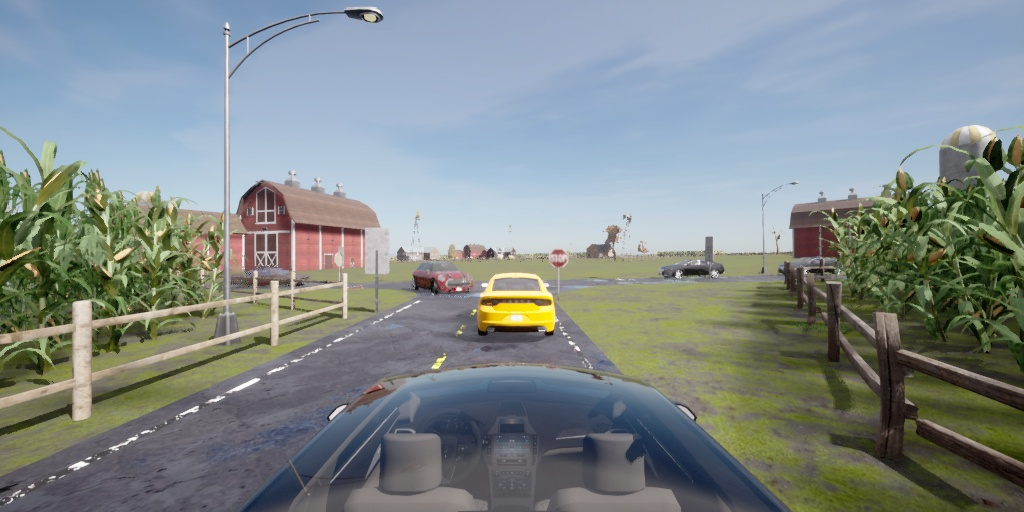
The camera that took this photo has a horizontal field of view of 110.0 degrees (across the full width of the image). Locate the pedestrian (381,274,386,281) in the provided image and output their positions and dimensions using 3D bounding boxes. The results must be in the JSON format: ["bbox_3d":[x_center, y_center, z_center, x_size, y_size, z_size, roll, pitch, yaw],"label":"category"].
[{"bbox_3d":[-11.176,1.621,31.209,0.500,1.100,0.500,0,0,4],"label":"pedestrian"}]

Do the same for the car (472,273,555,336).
[{"bbox_3d":[0.103,1.229,10.470,1.882,1.535,5.008,0,0,0],"label":"car"}]

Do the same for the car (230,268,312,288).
[{"bbox_3d":[-17.300,1.550,25.809,5.357,1.411,2.033,-1,-1,5],"label":"car"}]

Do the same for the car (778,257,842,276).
[{"bbox_3d":[24.201,0.825,29.126,4.902,1.511,2.128,-1,0,-7],"label":"car"}]

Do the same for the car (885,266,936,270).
[{"bbox_3d":[34.363,0.756,30.512,4.718,1.301,1.895,-1,0,-9],"label":"car"}]

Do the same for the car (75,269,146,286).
[{"bbox_3d":[-30.732,1.704,27.534,5.008,1.535,1.882,-1,-1,9],"label":"car"}]

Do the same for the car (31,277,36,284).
[{"bbox_3d":[-46.689,2.049,33.731,4.674,1.442,1.812,-1,-1,15],"label":"car"}]

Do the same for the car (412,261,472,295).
[{"bbox_3d":[-3.913,1.105,19.983,2.097,1.767,4.553,-1,0,-34],"label":"car"}]

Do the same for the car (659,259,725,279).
[{"bbox_3d":[14.090,0.998,28.245,4.902,1.511,2.128,-1,0,-4],"label":"car"}]
